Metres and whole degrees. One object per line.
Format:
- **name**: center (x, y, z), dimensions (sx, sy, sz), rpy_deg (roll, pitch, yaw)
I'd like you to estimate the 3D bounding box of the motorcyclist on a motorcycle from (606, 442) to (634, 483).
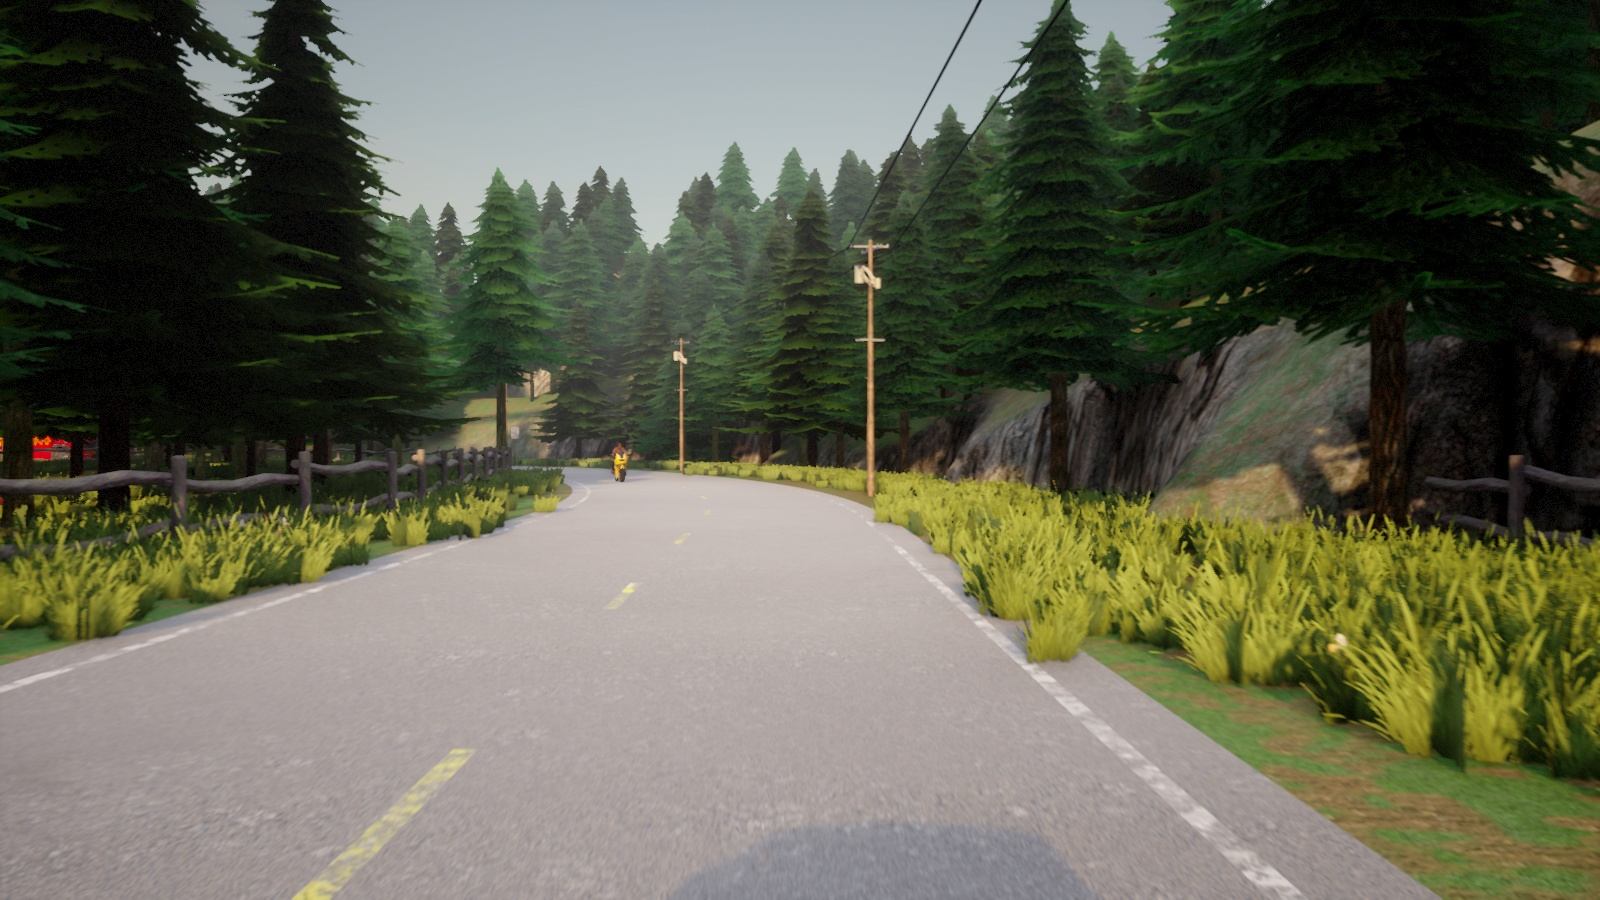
- **motorcyclist on a motorcycle**: center (-6.775, 0.458, 47.280), dimensions (0.797, 1.523, 2.044), rpy_deg (0, 0, -15)
